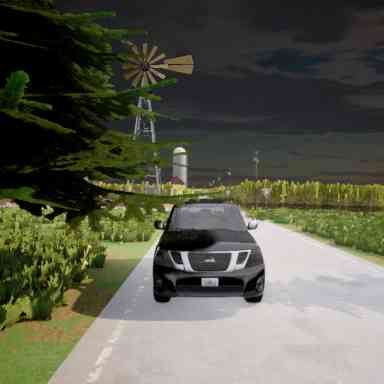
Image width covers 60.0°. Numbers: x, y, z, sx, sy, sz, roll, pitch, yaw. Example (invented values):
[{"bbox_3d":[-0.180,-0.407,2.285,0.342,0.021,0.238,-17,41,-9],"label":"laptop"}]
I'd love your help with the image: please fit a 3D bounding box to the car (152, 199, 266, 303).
[{"bbox_3d":[0.331,1.221,8.579,2.150,2.045,5.566,0,0,0],"label":"car"}]
